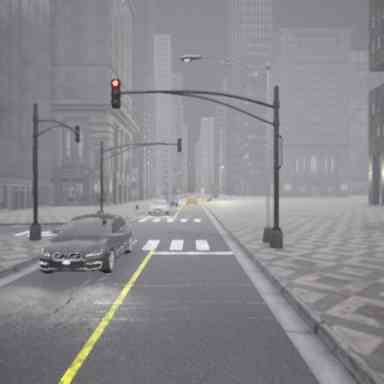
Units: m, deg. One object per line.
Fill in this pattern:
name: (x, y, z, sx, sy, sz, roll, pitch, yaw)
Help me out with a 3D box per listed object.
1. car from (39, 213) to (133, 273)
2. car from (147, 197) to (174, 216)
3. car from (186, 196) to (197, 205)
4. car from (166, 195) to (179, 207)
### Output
car: (-3.105, 1.491, 10.642, 1.837, 1.490, 4.892, 0, 0, 0)
car: (-3.118, 1.483, 32.729, 1.812, 1.442, 4.674, 0, 0, 0)
car: (-0.020, 1.414, 58.113, 1.882, 1.535, 5.008, 0, 0, 0)
car: (-3.091, 1.294, 48.883, 2.097, 1.767, 4.553, 0, 0, 0)
